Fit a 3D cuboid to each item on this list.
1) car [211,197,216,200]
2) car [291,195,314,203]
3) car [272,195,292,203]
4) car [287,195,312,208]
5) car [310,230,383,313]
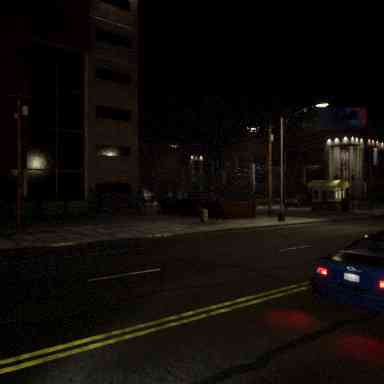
[{"bbox_3d":[4.040,1.575,60.500,4.718,1.301,1.895,0,0,-36],"label":"car"},{"bbox_3d":[21.667,1.420,65.059,4.674,1.452,2.002,0,0,-36],"label":"car"},{"bbox_3d":[18.744,1.452,69.049,3.806,1.475,1.970,0,0,-36],"label":"car"},{"bbox_3d":[14.835,1.254,45.971,4.553,1.767,2.185,0,0,-36],"label":"car"},{"bbox_3d":[4.852,1.547,7.292,5.357,1.411,2.033,0,0,-35],"label":"car"}]
